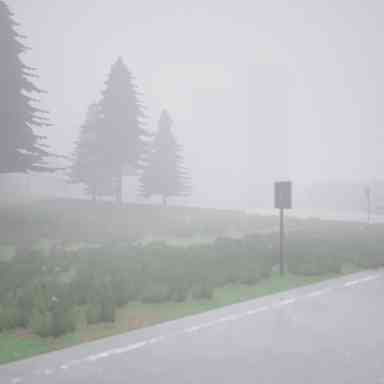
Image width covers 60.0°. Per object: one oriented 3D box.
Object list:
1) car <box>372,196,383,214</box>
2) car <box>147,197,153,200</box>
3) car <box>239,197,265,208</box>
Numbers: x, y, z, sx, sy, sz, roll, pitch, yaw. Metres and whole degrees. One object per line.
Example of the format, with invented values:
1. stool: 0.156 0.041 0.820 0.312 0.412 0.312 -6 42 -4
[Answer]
1. car: 20.138 1.345 35.059 1.905 1.878 3.866 0 0 24
2. car: -10.734 1.531 74.309 4.181 1.381 1.994 0 0 -35
3. car: 8.562 1.464 47.523 3.988 1.617 1.851 0 0 -35
